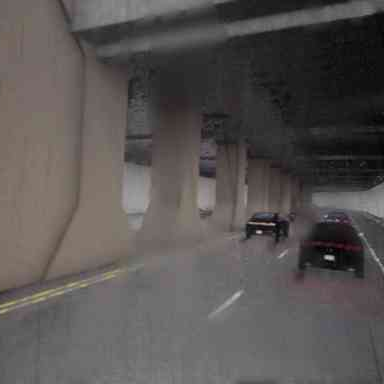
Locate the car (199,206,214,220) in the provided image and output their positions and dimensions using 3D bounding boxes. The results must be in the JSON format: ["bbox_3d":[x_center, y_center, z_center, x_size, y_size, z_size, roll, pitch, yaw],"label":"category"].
[{"bbox_3d":[2.401,2.050,32.024,1.895,1.301,4.718,2,-1,25],"label":"car"}]

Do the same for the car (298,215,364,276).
[{"bbox_3d":[5.016,1.830,11.925,1.882,1.535,5.008,2,-1,24],"label":"car"}]

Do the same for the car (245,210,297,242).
[{"bbox_3d":[4.439,1.895,19.169,2.128,1.511,4.902,2,-1,24],"label":"car"}]

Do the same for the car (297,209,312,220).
[{"bbox_3d":[11.487,2.487,34.847,1.895,1.301,4.718,2,-1,24],"label":"car"}]

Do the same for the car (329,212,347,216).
[{"bbox_3d":[12.521,2.413,28.615,2.033,1.411,5.357,2,-1,24],"label":"car"}]

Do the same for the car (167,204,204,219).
[{"bbox_3d":[-0.583,1.936,33.902,1.895,1.301,4.718,2,-1,25],"label":"car"}]
